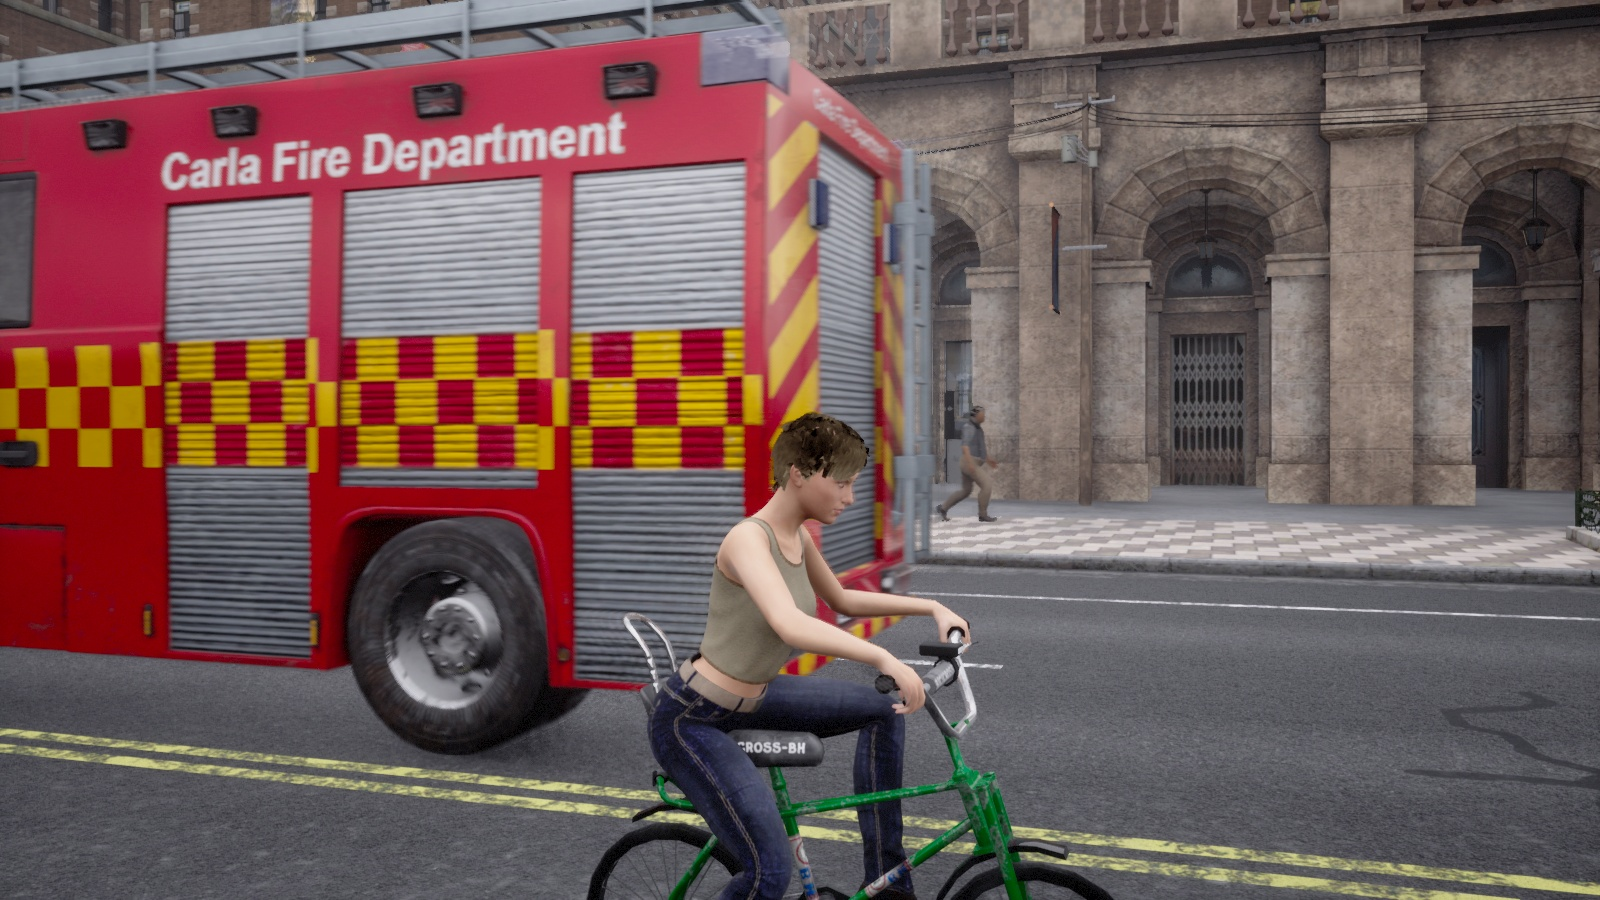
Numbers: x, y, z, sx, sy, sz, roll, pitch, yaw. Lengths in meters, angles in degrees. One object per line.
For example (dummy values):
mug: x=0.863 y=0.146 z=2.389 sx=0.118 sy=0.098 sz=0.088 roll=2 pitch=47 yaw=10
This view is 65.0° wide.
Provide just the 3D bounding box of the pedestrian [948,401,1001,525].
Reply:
pedestrian: x=2.648 y=0.189 z=19.035 sx=0.694 sy=1.848 sz=0.540 roll=1 pitch=1 yaw=18

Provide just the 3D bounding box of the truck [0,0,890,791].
truck: x=-3.896 y=-0.483 z=8.180 sx=8.468 sy=3.827 sz=2.891 roll=1 pitch=1 yaw=19

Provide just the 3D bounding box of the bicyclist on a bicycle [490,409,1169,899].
bicyclist on a bicycle: x=0.116 y=0.713 z=3.158 sx=1.509 sy=1.612 sz=0.866 roll=1 pitch=1 yaw=19
